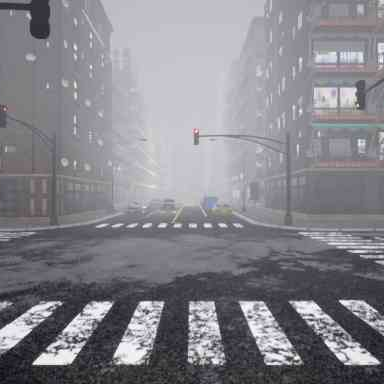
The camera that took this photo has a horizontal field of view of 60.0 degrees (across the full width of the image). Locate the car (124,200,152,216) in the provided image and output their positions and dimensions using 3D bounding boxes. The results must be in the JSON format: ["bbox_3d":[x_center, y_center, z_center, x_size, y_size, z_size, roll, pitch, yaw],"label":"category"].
[{"bbox_3d":[-5.487,1.565,32.696,2.008,1.369,4.403,1,0,0],"label":"car"}]

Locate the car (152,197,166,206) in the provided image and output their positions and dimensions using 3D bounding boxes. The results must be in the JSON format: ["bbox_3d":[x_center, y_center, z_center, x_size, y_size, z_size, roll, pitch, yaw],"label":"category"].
[{"bbox_3d":[-5.392,1.563,55.157,1.752,1.417,4.829,1,0,0],"label":"car"}]

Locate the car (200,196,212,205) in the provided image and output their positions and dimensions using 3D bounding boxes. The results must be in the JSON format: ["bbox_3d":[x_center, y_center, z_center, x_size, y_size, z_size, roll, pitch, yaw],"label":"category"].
[{"bbox_3d":[2.479,1.485,61.053,1.967,1.590,4.097,1,0,0],"label":"car"}]

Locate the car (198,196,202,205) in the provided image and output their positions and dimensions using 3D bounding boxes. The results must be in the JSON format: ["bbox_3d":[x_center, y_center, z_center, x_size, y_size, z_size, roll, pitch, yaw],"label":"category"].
[{"bbox_3d":[2.499,1.346,49.740,2.192,1.841,5.009,1,0,0],"label":"car"}]

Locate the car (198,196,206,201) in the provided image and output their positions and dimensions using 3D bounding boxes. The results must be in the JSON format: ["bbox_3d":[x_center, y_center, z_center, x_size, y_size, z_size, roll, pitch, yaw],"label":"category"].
[{"bbox_3d":[2.443,1.626,83.677,1.887,1.381,4.507,1,0,0],"label":"car"}]

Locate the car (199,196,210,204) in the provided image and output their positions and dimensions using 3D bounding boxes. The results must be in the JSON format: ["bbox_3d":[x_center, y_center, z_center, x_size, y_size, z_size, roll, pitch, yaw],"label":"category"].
[{"bbox_3d":[2.469,1.604,66.709,2.008,1.369,4.403,1,0,0],"label":"car"}]

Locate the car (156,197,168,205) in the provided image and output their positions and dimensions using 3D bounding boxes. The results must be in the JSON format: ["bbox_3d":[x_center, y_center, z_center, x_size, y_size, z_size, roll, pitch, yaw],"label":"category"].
[{"bbox_3d":[-5.402,1.627,60.985,1.802,1.307,4.206,1,0,0],"label":"car"}]

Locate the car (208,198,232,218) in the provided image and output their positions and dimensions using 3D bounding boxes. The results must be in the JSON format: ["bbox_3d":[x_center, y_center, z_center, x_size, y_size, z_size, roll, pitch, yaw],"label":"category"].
[{"bbox_3d":[2.656,1.537,30.253,1.752,1.417,4.829,1,0,0],"label":"car"}]

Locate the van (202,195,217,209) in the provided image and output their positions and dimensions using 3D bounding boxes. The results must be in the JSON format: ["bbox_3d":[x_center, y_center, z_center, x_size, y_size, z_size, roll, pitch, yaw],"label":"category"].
[{"bbox_3d":[2.540,1.366,44.087,1.690,1.788,3.998,1,0,0],"label":"van"}]

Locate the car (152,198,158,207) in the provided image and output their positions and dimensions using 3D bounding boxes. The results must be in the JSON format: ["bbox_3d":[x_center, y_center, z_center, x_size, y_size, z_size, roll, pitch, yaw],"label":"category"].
[{"bbox_3d":[-5.385,1.613,49.670,1.802,1.307,4.206,1,0,0],"label":"car"}]

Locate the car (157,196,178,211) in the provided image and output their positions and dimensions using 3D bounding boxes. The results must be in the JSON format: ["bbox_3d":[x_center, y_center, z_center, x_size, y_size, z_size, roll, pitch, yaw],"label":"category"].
[{"bbox_3d":[-2.814,1.535,40.991,1.837,1.490,4.892,0,0,0],"label":"car"}]

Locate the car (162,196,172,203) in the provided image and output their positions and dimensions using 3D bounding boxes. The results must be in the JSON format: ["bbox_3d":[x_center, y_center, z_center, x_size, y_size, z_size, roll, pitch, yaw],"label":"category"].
[{"bbox_3d":[-5.420,1.612,72.301,2.008,1.369,4.403,1,0,0],"label":"car"}]
